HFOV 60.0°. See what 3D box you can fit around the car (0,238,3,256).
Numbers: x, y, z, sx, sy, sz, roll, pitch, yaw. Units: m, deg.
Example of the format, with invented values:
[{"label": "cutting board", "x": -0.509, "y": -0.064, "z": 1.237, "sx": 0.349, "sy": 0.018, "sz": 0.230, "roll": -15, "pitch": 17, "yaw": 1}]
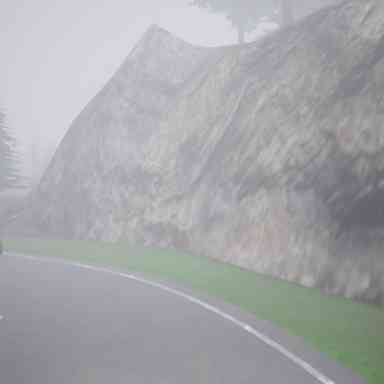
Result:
[{"label": "car", "x": -8.600, "y": 1.691, "z": 11.717, "sx": 4.181, "sy": 1.385, "sz": 1.994, "roll": 0, "pitch": -1, "yaw": 31}]
